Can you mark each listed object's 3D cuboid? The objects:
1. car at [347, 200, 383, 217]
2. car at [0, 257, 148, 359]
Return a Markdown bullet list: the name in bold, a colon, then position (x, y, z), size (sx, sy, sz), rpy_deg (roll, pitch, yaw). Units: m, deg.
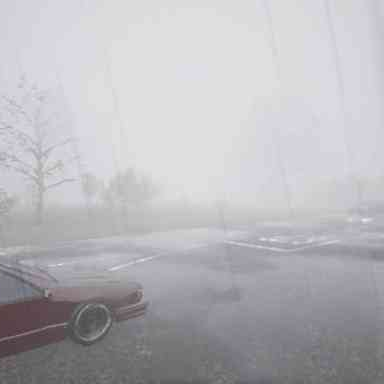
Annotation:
- **car**: position (15.961, 1.426, 29.825), size (5.357, 1.411, 2.033), rpy_deg (-1, 0, -40)
- **car**: position (-3.299, 1.588, 4.529), size (5.357, 1.411, 2.033), rpy_deg (-1, 0, -39)
